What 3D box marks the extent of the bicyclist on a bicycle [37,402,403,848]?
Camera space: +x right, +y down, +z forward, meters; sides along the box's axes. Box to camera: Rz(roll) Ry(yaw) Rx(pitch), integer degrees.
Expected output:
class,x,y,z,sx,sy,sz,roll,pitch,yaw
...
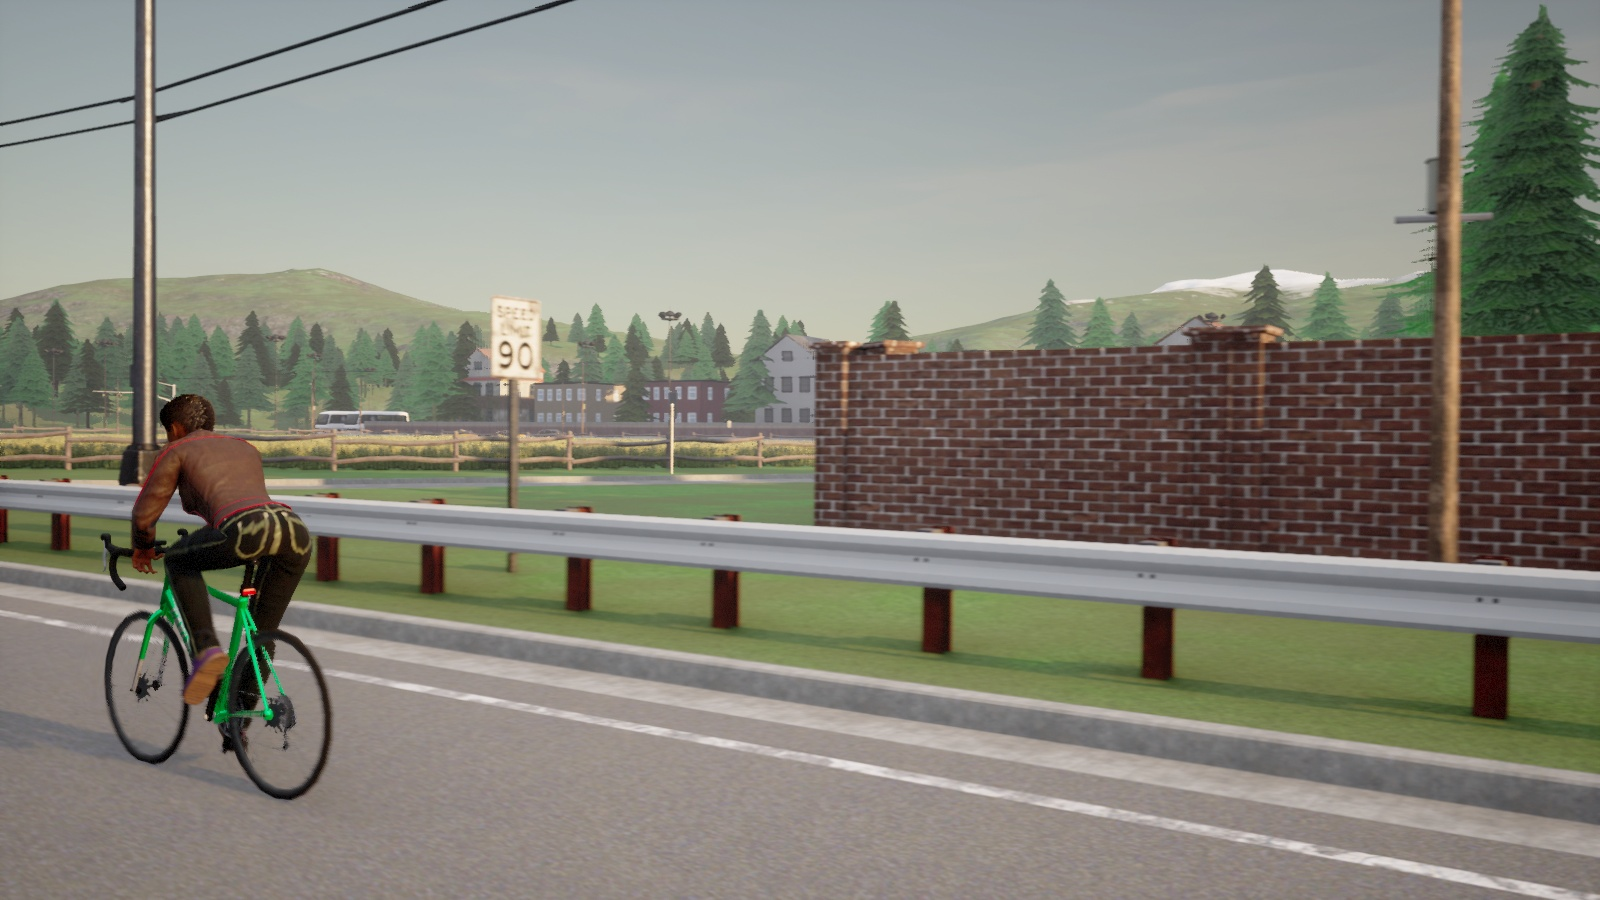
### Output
class,x,y,z,sx,sy,sz,roll,pitch,yaw
bicyclist on a bicycle,-2.460,0.635,5.257,1.656,1.620,0.582,0,1,34
